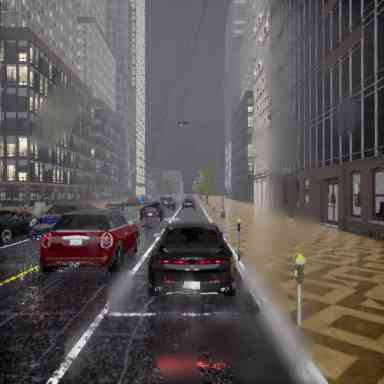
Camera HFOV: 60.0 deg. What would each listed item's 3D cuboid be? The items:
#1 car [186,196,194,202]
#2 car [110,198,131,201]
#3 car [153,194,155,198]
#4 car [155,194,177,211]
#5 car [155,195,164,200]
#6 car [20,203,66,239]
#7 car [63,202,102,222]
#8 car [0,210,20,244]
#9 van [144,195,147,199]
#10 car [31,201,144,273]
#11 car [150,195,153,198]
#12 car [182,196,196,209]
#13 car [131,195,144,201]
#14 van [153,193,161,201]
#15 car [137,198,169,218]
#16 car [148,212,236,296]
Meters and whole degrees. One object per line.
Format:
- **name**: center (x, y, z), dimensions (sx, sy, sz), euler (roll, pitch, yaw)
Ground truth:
- **car**: center (-0.452, 1.533, 78.399), dimensions (1.802, 1.307, 4.206), euler (0, 0, 0)
- **car**: center (-8.833, 1.537, 38.569), dimensions (2.008, 1.369, 4.403), euler (0, 0, 0)
- **car**: center (-8.832, 1.391, 78.413), dimensions (1.967, 1.590, 4.097), euler (0, 0, 0)
- **car**: center (-3.046, 1.336, 41.369), dimensions (2.097, 1.767, 4.553), euler (0, 0, 0)
- **car**: center (-8.832, 1.504, 89.799), dimensions (1.947, 1.339, 4.313), euler (0, 0, 0)
- **car**: center (-6.247, 1.349, 16.611), dimensions (2.097, 1.767, 4.553), euler (0, 0, 0)
- **car**: center (-8.832, 1.575, 27.183), dimensions (1.802, 1.307, 4.206), euler (0, 0, 0)
- **car**: center (-8.833, 1.563, 15.800), dimensions (1.947, 1.339, 4.313), euler (0, 0, 0)
- **van**: center (-8.832, 1.315, 55.645), dimensions (1.690, 1.788, 3.998), euler (0, 0, 0)
- **car**: center (-3.046, 1.351, 10.848), dimensions (2.097, 1.767, 4.553), euler (0, 0, 0)
- **car**: center (-8.833, 1.550, 61.338), dimensions (1.802, 1.307, 4.206), euler (0, 0, 0)
- **car**: center (-0.452, 1.548, 44.248), dimensions (1.947, 1.339, 4.313), euler (0, 0, 0)
- **car**: center (-8.833, 1.523, 49.953), dimensions (1.887, 1.381, 4.507), euler (0, 0, 0)
- **van**: center (-8.831, 1.286, 84.106), dimensions (1.690, 1.788, 3.998), euler (0, 0, 0)
- **car**: center (-3.146, 1.518, 27.402), dimensions (1.812, 1.442, 4.674), euler (0, 0, 0)
- **car**: center (0.000, 1.503, 8.649), dimensions (1.837, 1.490, 4.892), euler (0, 0, 0)
